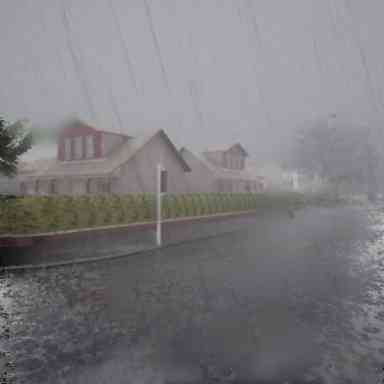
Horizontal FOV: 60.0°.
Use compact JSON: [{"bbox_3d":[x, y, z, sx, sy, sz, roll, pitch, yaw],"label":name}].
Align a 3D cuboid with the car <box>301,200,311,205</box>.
[{"bbox_3d":[13.044,1.229,44.450,5.357,1.415,2.033,1,0,38],"label":"car"}]
